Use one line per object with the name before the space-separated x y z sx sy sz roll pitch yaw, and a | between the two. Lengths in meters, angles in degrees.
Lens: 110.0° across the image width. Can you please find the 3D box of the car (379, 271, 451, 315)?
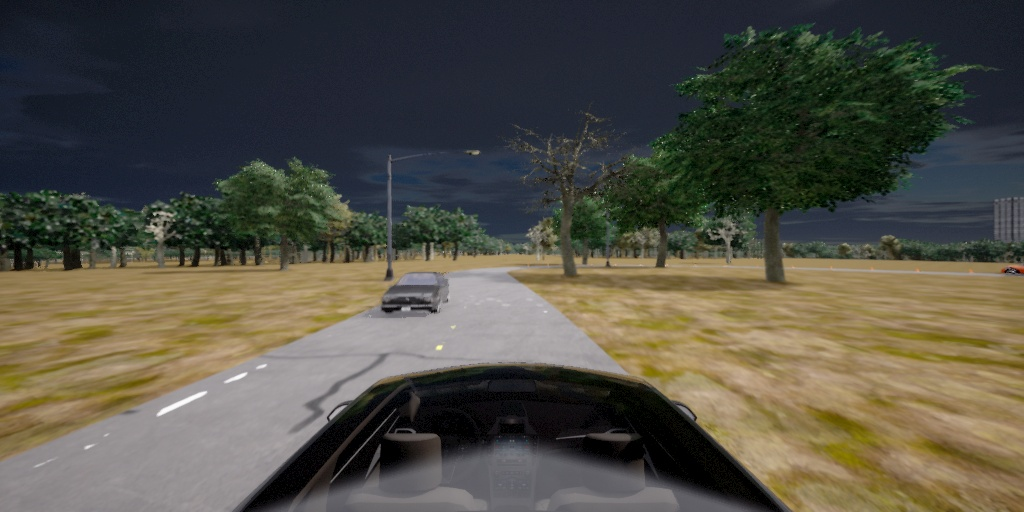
car | -3.516 1.313 14.064 2.033 1.411 5.357 0 0 -3
